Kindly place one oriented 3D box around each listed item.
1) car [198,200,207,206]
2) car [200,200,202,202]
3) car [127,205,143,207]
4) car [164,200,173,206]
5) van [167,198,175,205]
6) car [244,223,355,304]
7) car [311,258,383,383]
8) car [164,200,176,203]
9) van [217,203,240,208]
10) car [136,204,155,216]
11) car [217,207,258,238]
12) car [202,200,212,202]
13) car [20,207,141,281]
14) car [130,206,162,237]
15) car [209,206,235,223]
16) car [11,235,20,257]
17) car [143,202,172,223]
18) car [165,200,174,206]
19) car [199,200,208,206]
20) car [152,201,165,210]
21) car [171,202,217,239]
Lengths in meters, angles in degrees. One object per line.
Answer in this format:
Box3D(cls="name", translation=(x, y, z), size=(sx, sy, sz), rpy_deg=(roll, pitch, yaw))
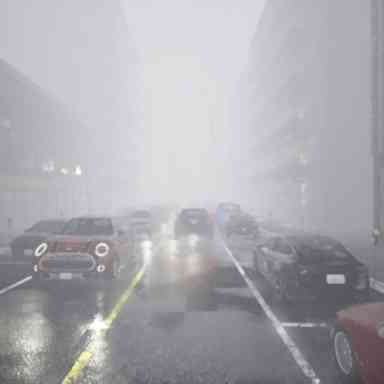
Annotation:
Box3D(cls="car", translation=(2.664, 2.816, 85.600), size=(2.008, 1.369, 4.403), rpy_deg=(-1, -1, 0))
Box3D(cls="car", translation=(0.090, 2.212, 46.932), size=(1.812, 1.442, 4.674), rpy_deg=(0, -1, 0))
Box3D(cls="car", translation=(-5.705, 1.987, 30.383), size=(1.887, 1.381, 4.507), rpy_deg=(0, -1, 0))
Box3D(cls="car", translation=(-5.715, 2.727, 80.089), size=(1.887, 1.381, 4.507), rpy_deg=(0, -1, 0))
Box3D(cls="van", translation=(-5.720, 2.690, 91.138), size=(1.690, 1.788, 3.998), rpy_deg=(-1, -1, 0))
Box3D(cls="car", translation=(2.681, 1.687, 8.281), size=(1.947, 1.339, 4.313), rpy_deg=(0, -1, 0))
Box3D(cls="car", translation=(2.683, 1.623, 2.757), size=(1.802, 1.307, 4.206), rpy_deg=(0, -1, 0))
Box3D(cls="car", translation=(-3.011, 2.327, 49.180), size=(1.994, 1.385, 4.181), rpy_deg=(0, -1, 0))
Box3D(cls="van", translation=(2.676, 1.702, 24.852), size=(1.690, 1.788, 3.998), rpy_deg=(0, -1, 0))
Box3D(cls="car", translation=(-5.707, 2.186, 41.428), size=(1.802, 1.307, 4.206), rpy_deg=(0, -1, 0))
Box3D(cls="car", translation=(2.679, 1.825, 19.326), size=(1.887, 1.381, 4.507), rpy_deg=(0, -1, 0))
Box3D(cls="car", translation=(2.672, 2.213, 47.111), size=(1.752, 1.417, 4.829), rpy_deg=(0, -1, 0))
Box3D(cls="car", translation=(-3.091, 1.504, 10.420), size=(2.097, 1.767, 4.553), rpy_deg=(0, -1, 0))
Box3D(cls="car", translation=(-3.091, 1.818, 20.098), size=(1.812, 1.442, 4.674), rpy_deg=(0, -1, 0))
Box3D(cls="car", translation=(2.676, 2.008, 30.372), size=(1.947, 1.339, 4.313), rpy_deg=(0, -1, 0))
Box3D(cls="car", translation=(-5.701, 1.767, 13.814), size=(1.947, 1.339, 4.313), rpy_deg=(0, -1, 0))
Box3D(cls="car", translation=(-3.056, 1.968, 30.400), size=(1.812, 1.442, 4.674), rpy_deg=(0, -1, 0))
Box3D(cls="car", translation=(-5.717, 2.810, 85.612), size=(1.887, 1.381, 4.507), rpy_deg=(0, -1, 0))
Box3D(cls="car", translation=(2.665, 2.733, 80.077), size=(2.008, 1.369, 4.403), rpy_deg=(-1, -1, 0))
Box3D(cls="car", translation=(-5.711, 2.373, 57.828), size=(1.752, 1.417, 4.829), rpy_deg=(0, -1, 0))
Box3D(cls="car", translation=(0.096, 1.630, 19.214), size=(2.097, 1.767, 4.553), rpy_deg=(0, -1, 0))
